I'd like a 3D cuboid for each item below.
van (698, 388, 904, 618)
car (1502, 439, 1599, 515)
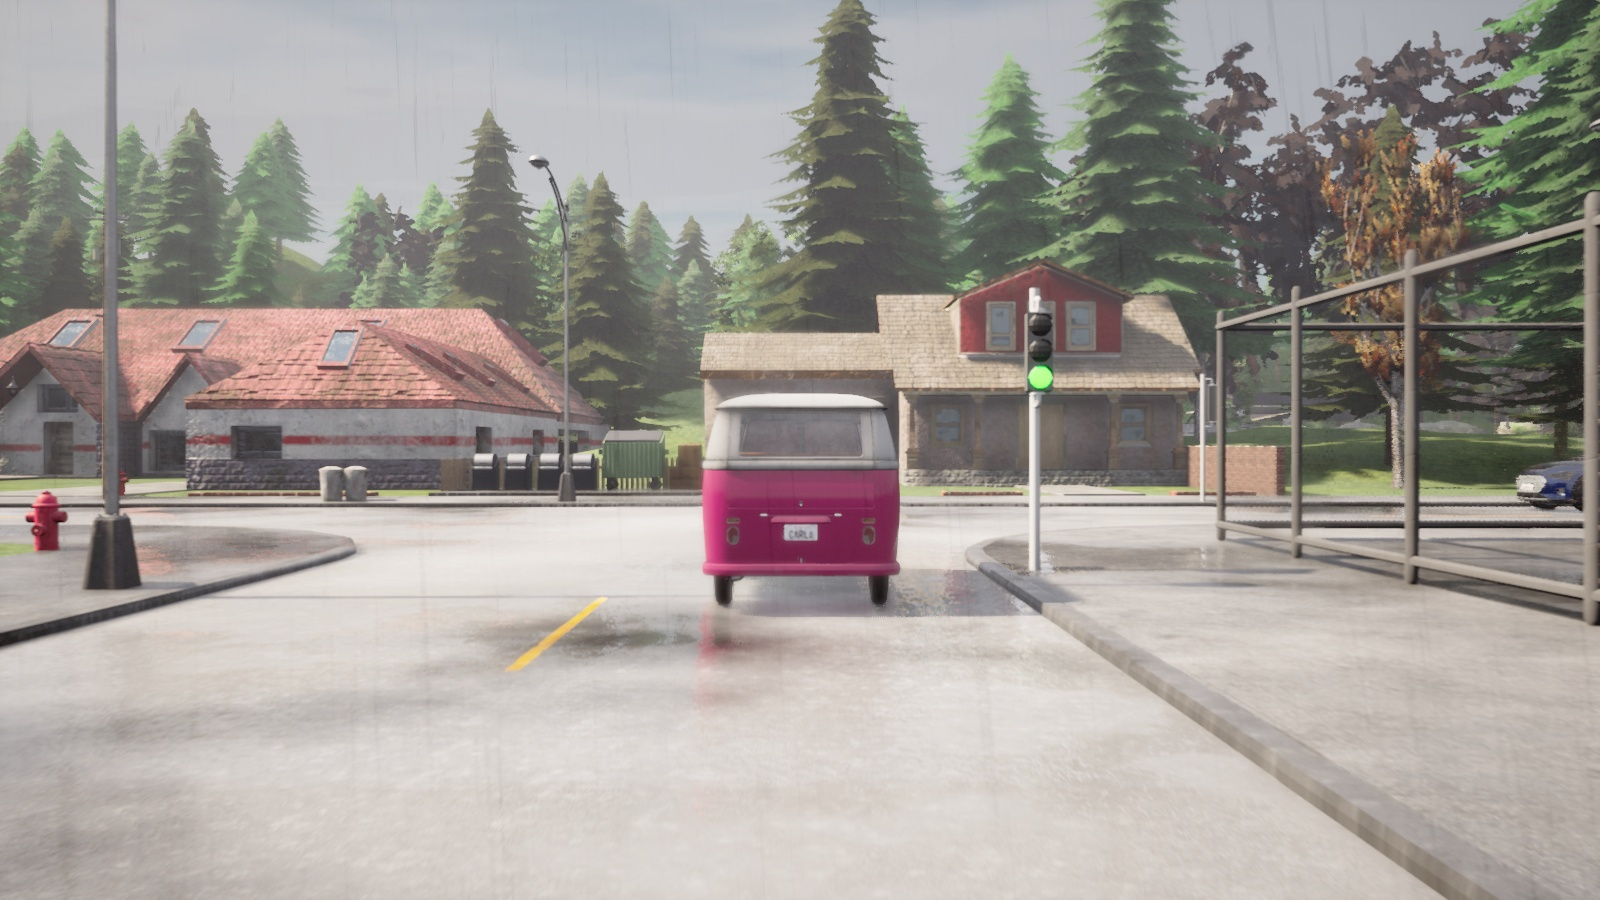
[{"bbox_3d":[0.015,0.447,13.065,1.775,1.987,4.442,0,0,0],"label":"van"},{"bbox_3d":[18.677,0.579,28.055,4.856,1.649,2.033,0,0,-1],"label":"car"}]
